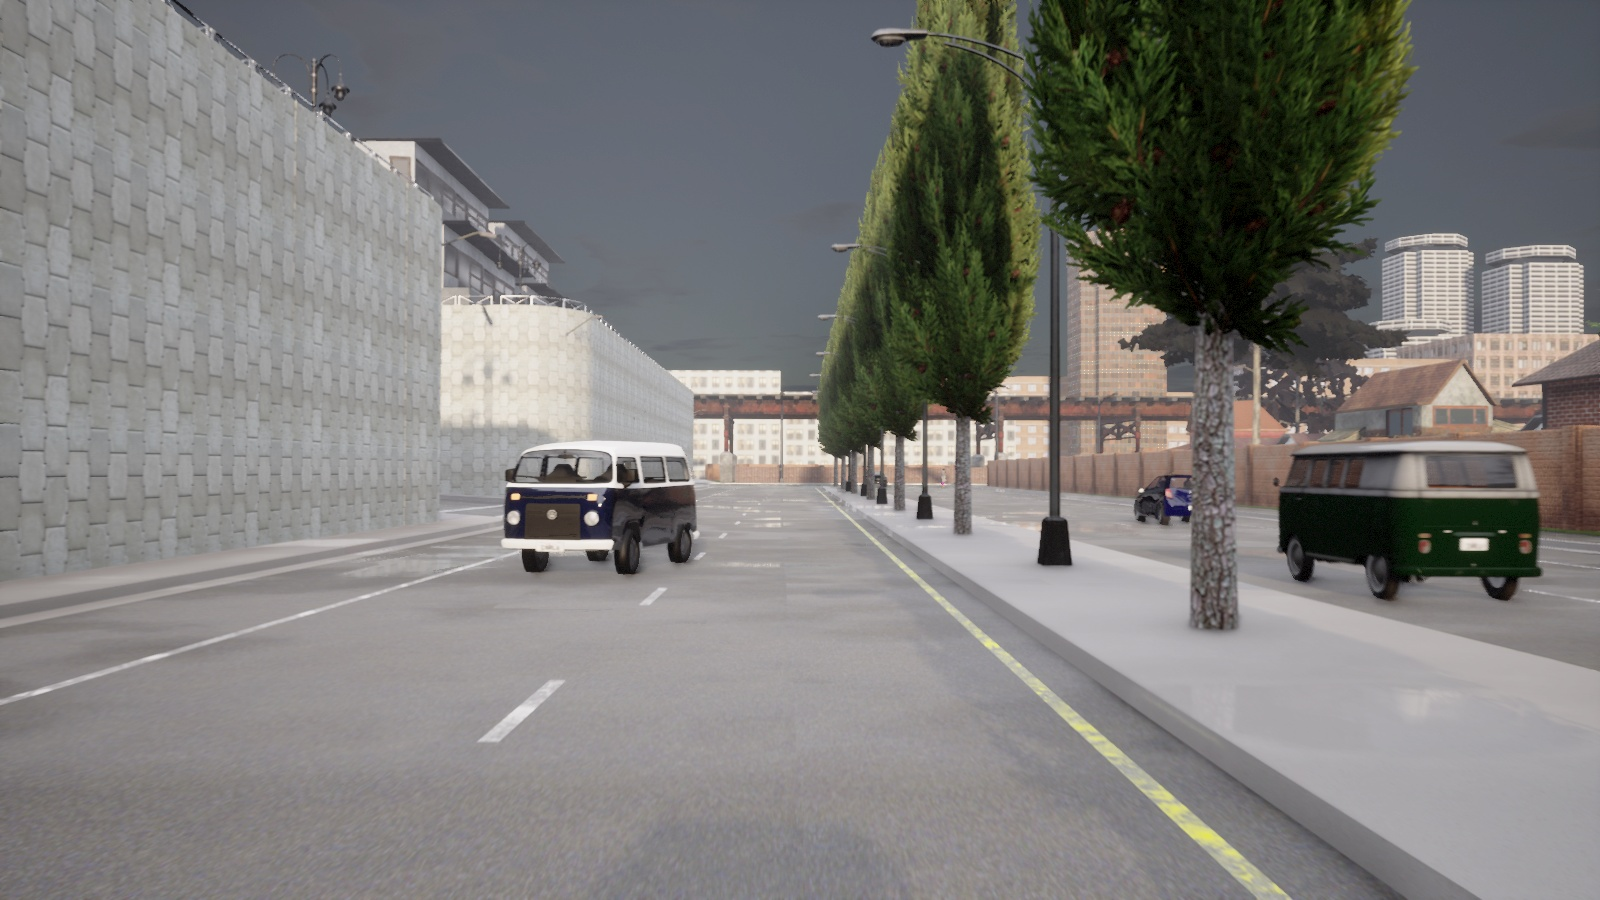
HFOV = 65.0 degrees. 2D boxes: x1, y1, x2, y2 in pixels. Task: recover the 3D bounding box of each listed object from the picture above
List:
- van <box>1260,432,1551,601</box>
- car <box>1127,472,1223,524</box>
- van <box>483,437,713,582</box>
[{"bbox_3d":[7.958,0.821,17.033,1.775,1.987,4.442,0,-1,0],"label":"van"},{"bbox_3d":[11.407,1.426,38.409,1.845,1.501,3.633,0,-1,0],"label":"car"},{"bbox_3d":[-3.054,0.886,20.070,2.069,2.038,4.480,-1,-1,13],"label":"van"}]
